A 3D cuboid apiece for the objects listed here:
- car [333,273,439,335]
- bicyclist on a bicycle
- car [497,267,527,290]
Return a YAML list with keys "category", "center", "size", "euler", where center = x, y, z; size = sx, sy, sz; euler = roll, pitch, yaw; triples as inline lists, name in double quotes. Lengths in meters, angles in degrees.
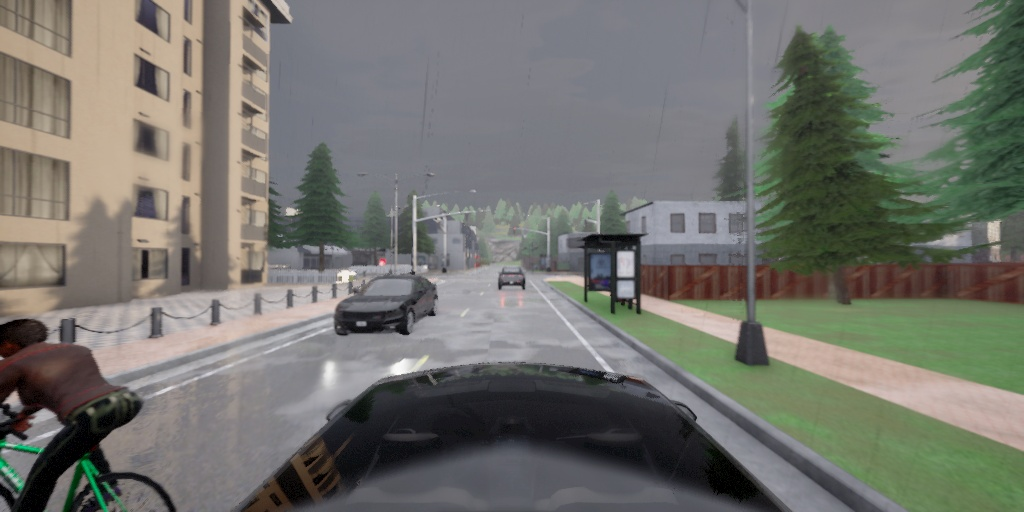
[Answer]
- category: "car"
  center: [-3.587, 1.331, 11.068]
  size: [1.882, 1.535, 5.008]
  euler: [0, 0, 0]
- category: "bicyclist on a bicycle"
  center: [-2.878, 1.209, 2.210]
  size: [1.656, 1.620, 0.582]
  euler: [0, -1, 0]
- category: "car"
  center: [-0.001, 1.496, 25.058]
  size: [2.128, 1.511, 4.902]
  euler: [0, -1, 0]
